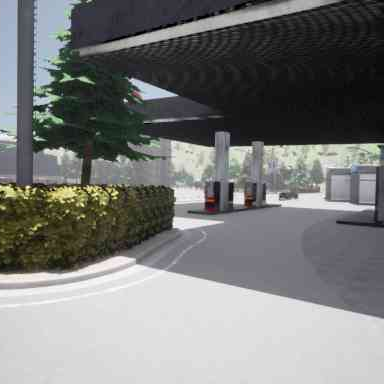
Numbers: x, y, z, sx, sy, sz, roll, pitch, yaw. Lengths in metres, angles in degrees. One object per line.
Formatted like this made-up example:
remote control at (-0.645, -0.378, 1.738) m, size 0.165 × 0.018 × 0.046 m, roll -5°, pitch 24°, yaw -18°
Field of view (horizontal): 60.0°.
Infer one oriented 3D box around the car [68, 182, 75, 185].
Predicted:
car at (-25.617, -1.287, 68.011) m, size 4.605 × 1.855 × 1.932 m, roll 2°, pitch 2°, yaw 35°

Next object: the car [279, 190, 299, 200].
car at (15.089, 0.482, 51.695) m, size 1.837 × 1.490 × 4.892 m, roll 2°, pitch 2°, yaw 35°

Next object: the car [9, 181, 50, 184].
car at (-17.327, -0.181, 35.174) m, size 3.866 × 1.878 × 1.905 m, roll 2°, pitch 2°, yaw 35°

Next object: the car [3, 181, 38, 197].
car at (-21.877, -0.468, 42.380) m, size 4.605 × 1.855 × 1.932 m, roll 2°, pitch 2°, yaw 35°

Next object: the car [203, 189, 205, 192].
car at (4.715, -0.320, 65.620) m, size 5.027 × 1.636 × 2.152 m, roll 2°, pitch 2°, yaw 35°

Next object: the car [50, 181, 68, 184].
car at (-26.948, -1.261, 65.395) m, size 3.866 × 1.878 × 1.905 m, roll 2°, pitch 2°, yaw 35°
